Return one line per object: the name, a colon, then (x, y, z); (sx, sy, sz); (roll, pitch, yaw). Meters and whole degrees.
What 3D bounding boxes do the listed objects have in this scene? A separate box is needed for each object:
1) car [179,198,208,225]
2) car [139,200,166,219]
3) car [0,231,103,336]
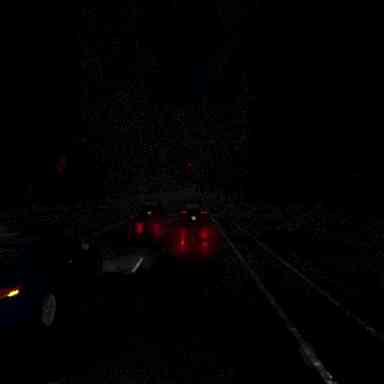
car: (0.103, 1.387, 22.487); (1.812, 1.442, 4.674); (0, 0, 0)
car: (-3.149, 1.358, 27.020); (1.812, 1.442, 4.674); (0, 0, 0)
car: (-3.153, 1.485, 6.510); (1.812, 1.442, 4.674); (0, 0, 0)
